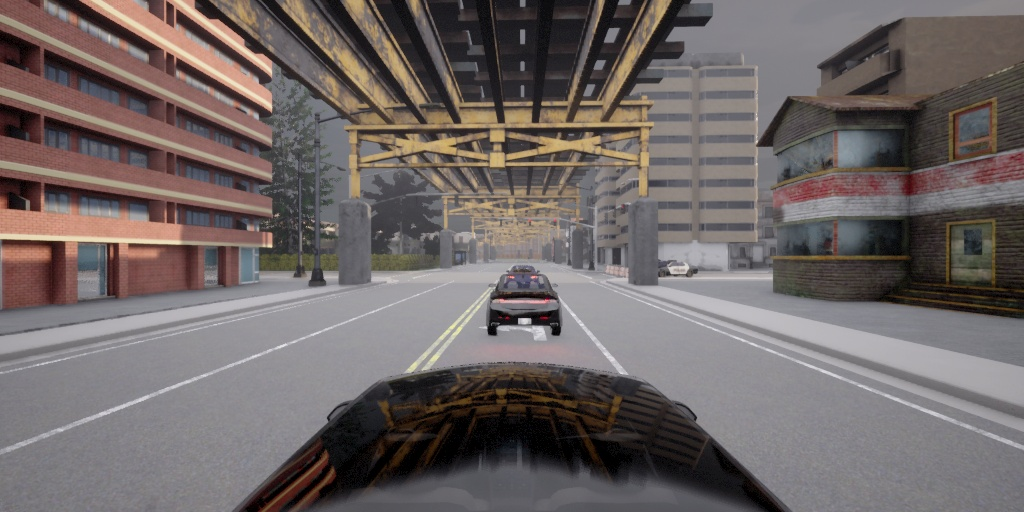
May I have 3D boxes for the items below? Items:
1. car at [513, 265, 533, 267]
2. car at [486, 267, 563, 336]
[{"bbox_3d":[0.627,1.240,20.656,1.812,1.442,4.674,0,0,2],"label":"car"},{"bbox_3d":[0.328,1.232,10.388,2.128,1.511,4.902,0,0,1],"label":"car"}]
